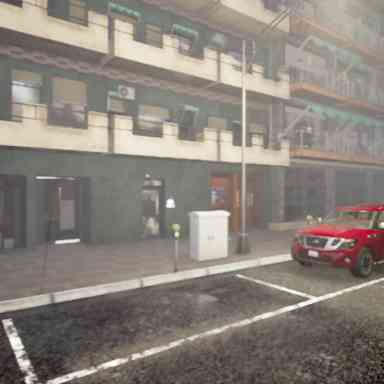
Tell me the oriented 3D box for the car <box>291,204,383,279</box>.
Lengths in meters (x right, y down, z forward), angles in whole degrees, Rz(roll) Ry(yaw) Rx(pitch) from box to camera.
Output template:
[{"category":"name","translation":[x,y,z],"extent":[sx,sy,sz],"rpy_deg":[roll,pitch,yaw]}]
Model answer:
[{"category":"car","translation":[5.287,1.333,10.333],"extent":[5.009,1.841,2.192],"rpy_deg":[0,0,-36]}]
